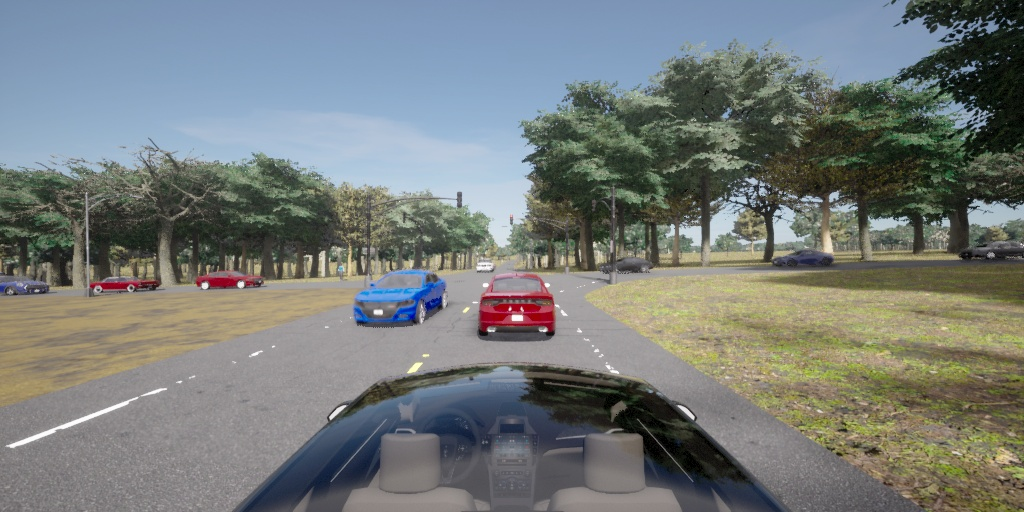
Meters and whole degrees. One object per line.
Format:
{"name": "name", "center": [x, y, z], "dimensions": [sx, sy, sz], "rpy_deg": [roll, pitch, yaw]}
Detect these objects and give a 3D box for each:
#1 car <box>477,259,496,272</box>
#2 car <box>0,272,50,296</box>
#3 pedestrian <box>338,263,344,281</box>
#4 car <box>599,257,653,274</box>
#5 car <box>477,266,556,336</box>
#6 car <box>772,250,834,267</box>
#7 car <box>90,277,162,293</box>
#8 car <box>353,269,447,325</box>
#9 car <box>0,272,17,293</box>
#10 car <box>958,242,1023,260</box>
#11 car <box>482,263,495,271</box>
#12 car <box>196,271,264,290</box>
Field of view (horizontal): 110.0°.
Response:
{"name": "car", "center": [-3.910, 1.391, 53.011], "dimensions": [2.150, 2.045, 5.566], "rpy_deg": [0, -1, 1]}
{"name": "car", "center": [-43.321, 2.500, 31.141], "dimensions": [4.553, 1.767, 2.097], "rpy_deg": [-2, -1, 3]}
{"name": "pedestrian", "center": [-17.905, 1.665, 37.570], "dimensions": [0.375, 1.860, 0.375], "rpy_deg": [0, 1, 3]}
{"name": "car", "center": [9.970, 0.825, 31.406], "dimensions": [4.674, 1.442, 1.812], "rpy_deg": [-2, -1, -10]}
{"name": "car", "center": [0.129, 1.229, 10.446], "dimensions": [1.882, 1.535, 5.008], "rpy_deg": [0, 0, 0]}
{"name": "car", "center": [25.769, 0.211, 31.800], "dimensions": [4.674, 1.442, 1.812], "rpy_deg": [-2, -1, 2]}
{"name": "car", "center": [-33.040, 2.415, 30.647], "dimensions": [4.718, 1.301, 1.895], "rpy_deg": [-2, -1, 3]}
{"name": "car", "center": [-3.505, 1.230, 12.065], "dimensions": [1.882, 1.535, 5.008], "rpy_deg": [0, 0, 2]}
{"name": "car", "center": [-52.812, 2.699, 35.247], "dimensions": [5.566, 2.045, 2.150], "rpy_deg": [-2, -1, 3]}
{"name": "car", "center": [41.958, -0.430, 31.103], "dimensions": [4.892, 1.490, 1.837], "rpy_deg": [-2, -1, 3]}
{"name": "car", "center": [-4.074, 1.907, 62.961], "dimensions": [1.994, 1.385, 4.181], "rpy_deg": [0, -1, 0]}
{"name": "car", "center": [-23.682, 1.973, 30.224], "dimensions": [5.008, 1.535, 1.882], "rpy_deg": [-2, -1, 2]}
